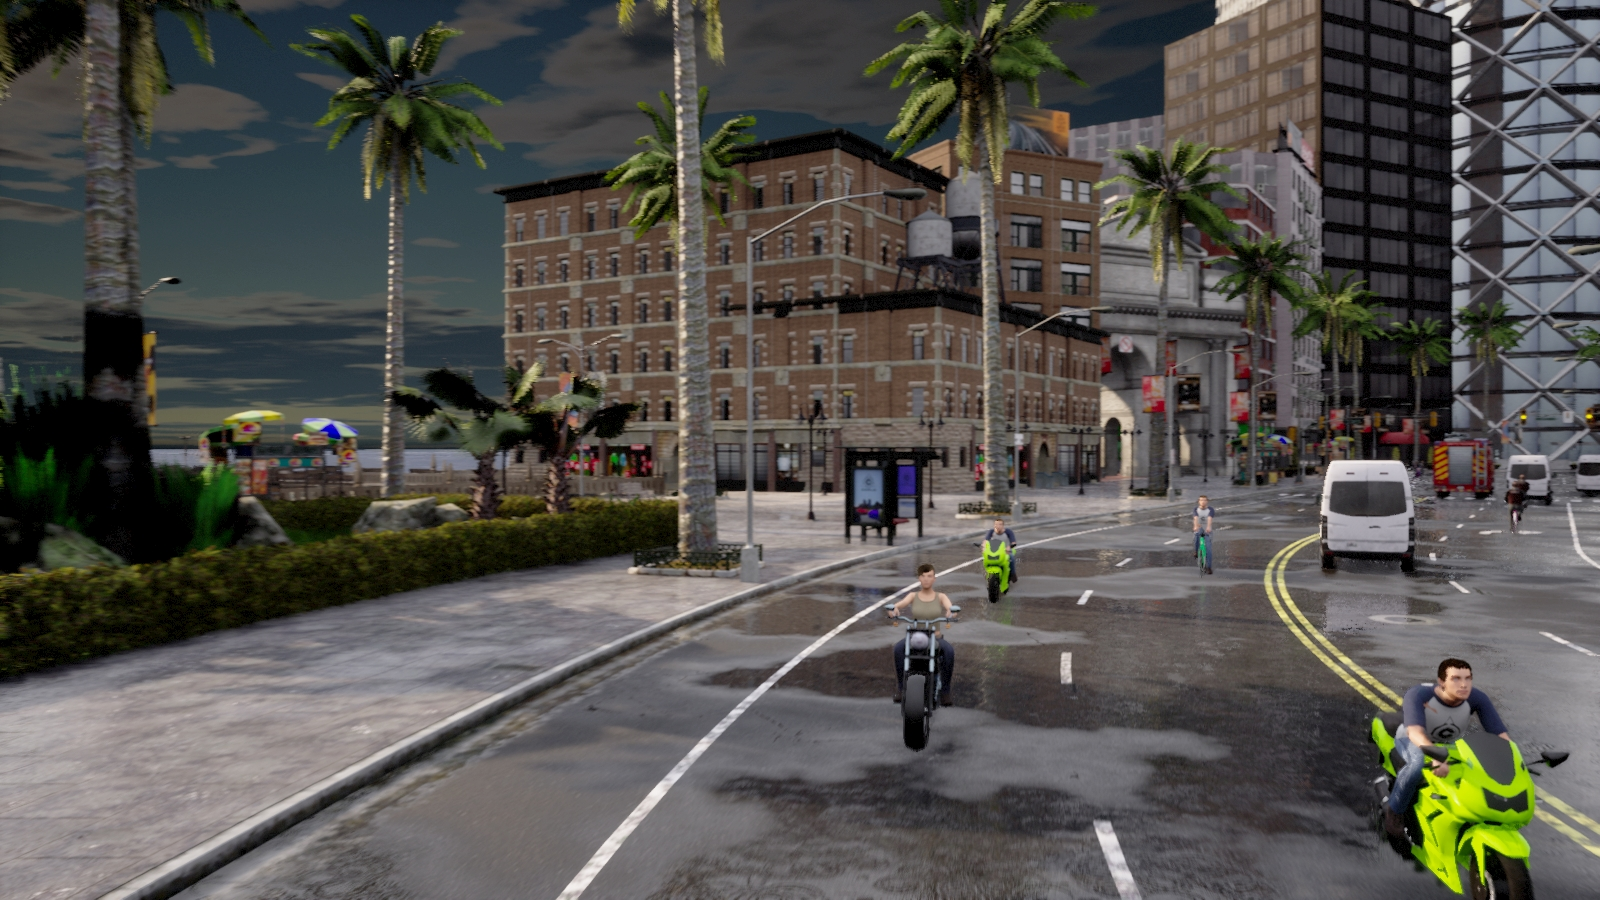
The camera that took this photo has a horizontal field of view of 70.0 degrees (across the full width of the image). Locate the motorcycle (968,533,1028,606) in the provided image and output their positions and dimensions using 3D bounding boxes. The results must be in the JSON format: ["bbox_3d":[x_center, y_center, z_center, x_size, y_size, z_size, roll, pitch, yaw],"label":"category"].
[{"bbox_3d":[3.750,2.216,21.556,0.803,1.145,2.033,0,0,19],"label":"motorcycle"}]

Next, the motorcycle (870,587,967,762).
[{"bbox_3d":[1.242,2.171,11.538,0.764,1.277,2.356,0,0,11],"label":"motorcycle"}]

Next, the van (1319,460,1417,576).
[{"bbox_3d":[14.170,1.545,28.661,1.988,2.561,5.915,0,0,25],"label":"van"}]

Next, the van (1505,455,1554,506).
[{"bbox_3d":[38.989,1.564,61.005,1.988,2.561,5.915,0,0,35],"label":"van"}]

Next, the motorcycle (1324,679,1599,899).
[{"bbox_3d":[4.029,2.216,7.141,0.803,1.145,2.033,0,0,8],"label":"motorcycle"}]

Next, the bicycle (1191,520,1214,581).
[{"bbox_3d":[8.943,2.212,25.365,0.373,1.196,1.643,0,0,23],"label":"bicycle"}]
